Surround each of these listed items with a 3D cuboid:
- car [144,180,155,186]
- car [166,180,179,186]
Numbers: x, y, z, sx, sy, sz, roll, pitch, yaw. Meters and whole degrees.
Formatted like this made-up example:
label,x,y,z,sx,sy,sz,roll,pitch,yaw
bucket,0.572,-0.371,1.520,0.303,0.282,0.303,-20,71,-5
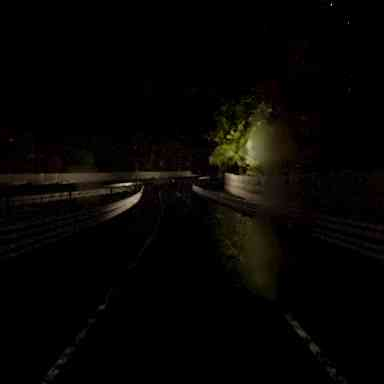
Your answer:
label,x,y,z,sx,sy,sz,roll,pitch,yaw
car,-12.077,-2.589,94.309,1.994,1.385,4.181,1,4,19
car,-5.328,-2.515,92.403,2.033,1.411,5.357,1,4,19
